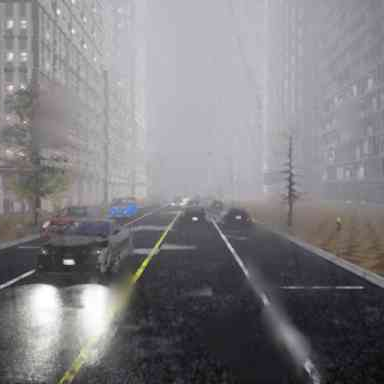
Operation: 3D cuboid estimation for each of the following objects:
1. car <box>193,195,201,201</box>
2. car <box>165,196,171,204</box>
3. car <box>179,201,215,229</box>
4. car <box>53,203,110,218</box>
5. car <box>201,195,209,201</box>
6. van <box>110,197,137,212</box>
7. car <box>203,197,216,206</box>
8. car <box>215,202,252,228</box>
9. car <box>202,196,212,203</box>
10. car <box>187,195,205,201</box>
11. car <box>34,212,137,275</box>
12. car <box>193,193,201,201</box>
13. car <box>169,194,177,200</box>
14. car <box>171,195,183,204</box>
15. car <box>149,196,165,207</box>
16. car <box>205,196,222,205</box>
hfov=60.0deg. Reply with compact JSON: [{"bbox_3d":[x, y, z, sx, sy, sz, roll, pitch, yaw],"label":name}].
[{"bbox_3d":[1.160,1.407,78.179,1.837,1.490,4.892,0,0,0],"label":"car"},{"bbox_3d":[-5.434,1.481,61.301,1.947,1.339,4.313,0,0,0],"label":"car"},{"bbox_3d":[0.187,1.541,21.510,1.994,1.385,4.181,0,0,0],"label":"car"},{"bbox_3d":[-5.637,1.413,16.171,1.967,1.590,4.097,0,0,0],"label":"car"},{"bbox_3d":[3.023,1.449,78.194,1.887,1.381,4.507,0,0,0],"label":"car"},{"bbox_3d":[-5.588,1.300,27.454,1.690,1.788,3.998,0,0,0],"label":"van"},{"bbox_3d":[2.922,1.503,55.623,1.947,1.339,4.313,0,0,0],"label":"car"},{"bbox_3d":[2.770,1.546,21.767,1.947,1.339,4.313,0,0,0],"label":"car"},{"bbox_3d":[2.973,1.487,66.909,1.947,1.339,4.313,0,0,0],"label":"car"},{"bbox_3d":[0.282,1.513,43.356,1.994,1.385,4.181,0,0,0],"label":"car"},{"bbox_3d":[-3.062,1.547,10.270,1.994,1.385,4.181,0,0,0],"label":"car"},{"bbox_3d":[1.216,1.244,84.148,2.097,1.767,4.553,0,0,0],"label":"car"},{"bbox_3d":[-5.281,1.415,95.149,2.008,1.369,4.403,0,0,0],"label":"car"},{"bbox_3d":[-2.740,1.394,63.988,1.882,1.535,5.008,0,0,1],"label":"car"},{"bbox_3d":[-5.483,1.512,50.019,1.802,1.307,4.206,0,0,0],"label":"car"},{"bbox_3d":[2.846,1.525,38.695,1.947,1.339,4.313,0,0,0],"label":"car"}]
